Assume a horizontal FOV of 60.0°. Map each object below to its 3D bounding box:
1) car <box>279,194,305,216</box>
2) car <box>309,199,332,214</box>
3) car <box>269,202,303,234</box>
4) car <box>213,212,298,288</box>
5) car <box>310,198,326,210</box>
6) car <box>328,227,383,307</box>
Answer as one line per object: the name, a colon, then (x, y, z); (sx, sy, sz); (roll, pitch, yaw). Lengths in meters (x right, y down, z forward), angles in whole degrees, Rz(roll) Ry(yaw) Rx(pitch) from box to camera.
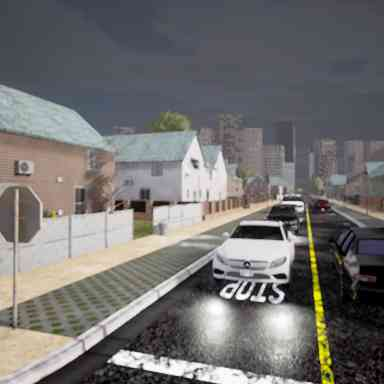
car: (10.033, 1.262, 33.245); (2.150, 2.045, 5.566); (0, 1, 19)
car: (14.243, 1.559, 36.622); (1.837, 1.490, 4.892); (0, 0, 18)
car: (5.410, 1.537, 19.704); (1.837, 1.490, 4.892); (0, 0, 19)
car: (1.968, 1.543, 9.581); (1.812, 1.442, 4.674); (0, 0, 19)
car: (17.445, 1.633, 46.269); (1.994, 1.385, 4.181); (0, 0, 19)
car: (4.439, 1.560, 7.988); (2.033, 1.411, 5.357); (0, 0, 19)
